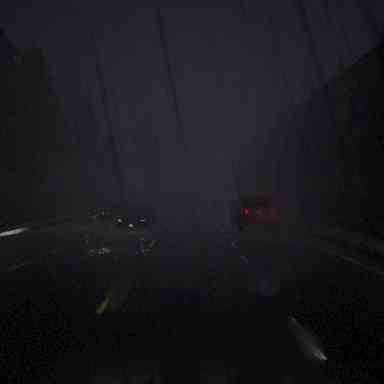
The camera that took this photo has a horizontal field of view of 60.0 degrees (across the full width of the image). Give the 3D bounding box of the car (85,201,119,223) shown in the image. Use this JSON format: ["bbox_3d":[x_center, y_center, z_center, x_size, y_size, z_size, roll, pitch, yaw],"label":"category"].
[{"bbox_3d":[-6.525,1.496,25.575,2.128,1.511,4.902,0,0,6],"label":"car"}]

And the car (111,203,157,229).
[{"bbox_3d":[-3.472,1.551,21.826,2.033,1.411,5.357,0,0,1],"label":"car"}]

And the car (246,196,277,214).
[{"bbox_3d":[7.641,1.360,36.361,2.097,1.767,4.553,0,0,28],"label":"car"}]

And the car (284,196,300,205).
[{"bbox_3d":[18.530,1.504,58.572,4.902,1.511,2.128,0,0,-20],"label":"car"}]

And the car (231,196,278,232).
[{"bbox_3d":[3.675,1.227,20.234,2.150,2.045,5.566,0,0,1],"label":"car"}]
